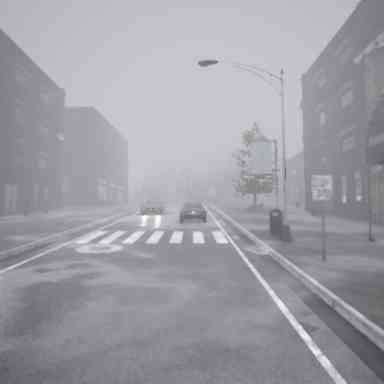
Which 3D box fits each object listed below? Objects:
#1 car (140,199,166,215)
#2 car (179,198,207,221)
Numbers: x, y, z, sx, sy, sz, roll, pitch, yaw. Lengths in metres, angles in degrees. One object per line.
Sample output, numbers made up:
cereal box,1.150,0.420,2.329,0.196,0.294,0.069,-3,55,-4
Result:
car,-3.550,1.377,30.710,1.994,1.385,4.181,0,0,1
car,0.081,1.412,25.323,1.994,1.385,4.181,0,0,0
